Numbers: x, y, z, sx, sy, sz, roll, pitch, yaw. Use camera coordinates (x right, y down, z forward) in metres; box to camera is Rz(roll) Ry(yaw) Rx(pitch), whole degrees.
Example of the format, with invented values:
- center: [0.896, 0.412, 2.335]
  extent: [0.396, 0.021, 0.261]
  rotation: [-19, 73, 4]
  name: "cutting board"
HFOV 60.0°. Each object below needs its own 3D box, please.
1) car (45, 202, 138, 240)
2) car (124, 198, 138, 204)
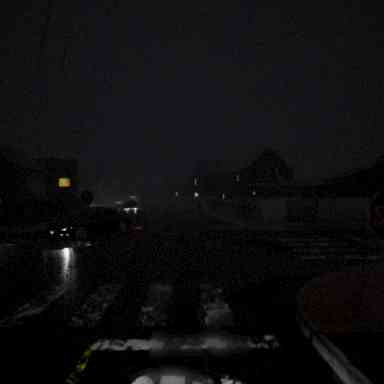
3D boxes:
- center: [-5.269, 1.580, 17.508]
  extent: [1.837, 1.490, 4.892]
  rotation: [4, 3, 30]
  name: "car"
- center: [-9.423, 1.674, 50.947]
  extent: [2.033, 1.411, 5.357]
  rotation: [0, 0, -14]
  name: "car"
